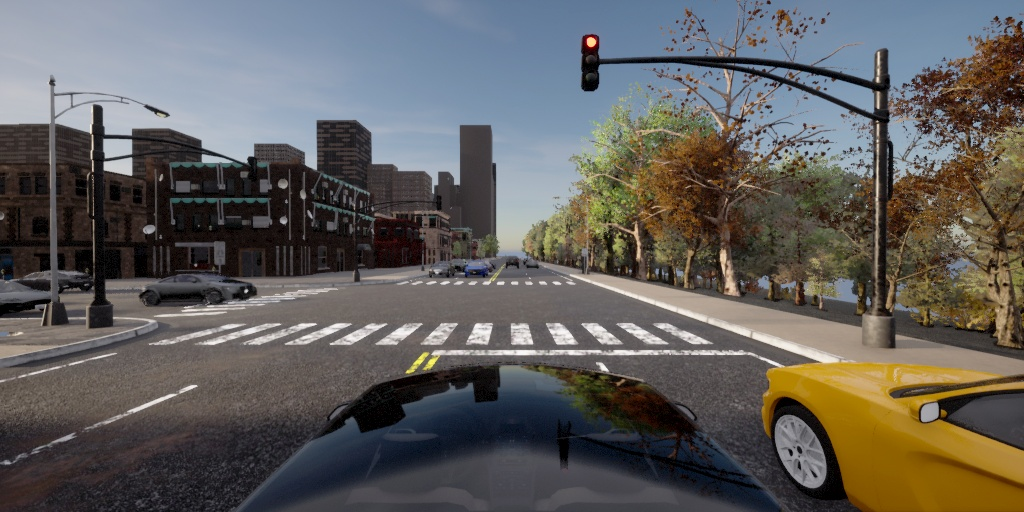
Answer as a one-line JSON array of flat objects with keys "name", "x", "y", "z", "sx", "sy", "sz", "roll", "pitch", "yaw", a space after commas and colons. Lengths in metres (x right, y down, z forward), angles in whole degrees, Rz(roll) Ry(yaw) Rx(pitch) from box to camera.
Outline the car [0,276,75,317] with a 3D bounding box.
[{"name": "car", "x": -19.959, "y": 1.565, "z": 13.537, "sx": 4.313, "sy": 1.339, "sz": 1.948, "roll": 0, "pitch": 0, "yaw": 0}]

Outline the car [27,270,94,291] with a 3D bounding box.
[{"name": "car", "x": -28.301, "y": 1.560, "z": 22.040, "sx": 4.403, "sy": 1.370, "sz": 2.007, "roll": 0, "pitch": 0, "yaw": 0}]

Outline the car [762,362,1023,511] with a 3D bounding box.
[{"name": "car", "x": 3.351, "y": 1.228, "z": 1.432, "sx": 1.882, "sy": 1.535, "sz": 5.008, "roll": 0, "pitch": 0, "yaw": 0}]

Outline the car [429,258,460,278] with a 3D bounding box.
[{"name": "car", "x": -6.625, "y": 1.231, "z": 34.342, "sx": 2.128, "sy": 1.511, "sz": 4.902, "roll": 0, "pitch": 0, "yaw": 0}]

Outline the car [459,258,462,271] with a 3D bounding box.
[{"name": "car", "x": -6.634, "y": 1.087, "z": 44.216, "sx": 2.097, "sy": 1.767, "sz": 4.553, "roll": 0, "pitch": 0, "yaw": 0}]

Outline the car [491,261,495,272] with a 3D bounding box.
[{"name": "car", "x": -3.382, "y": 1.261, "z": 44.130, "sx": 1.812, "sy": 1.442, "sz": 4.674, "roll": 0, "pitch": 0, "yaw": 0}]

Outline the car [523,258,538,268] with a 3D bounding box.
[{"name": "car", "x": 3.288, "y": 1.292, "z": 59.461, "sx": 1.994, "sy": 1.385, "sz": 4.181, "roll": 0, "pitch": 0, "yaw": 0}]

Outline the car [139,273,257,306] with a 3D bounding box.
[{"name": "car", "x": -14.233, "y": 1.464, "z": 16.414, "sx": 4.181, "sy": 1.385, "sz": 1.994, "roll": -1, "pitch": 1, "yaw": -3}]

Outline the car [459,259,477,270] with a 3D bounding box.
[{"name": "car", "x": -6.634, "y": 1.222, "z": 54.585, "sx": 2.128, "sy": 1.511, "sz": 4.902, "roll": 0, "pitch": 0, "yaw": 0}]

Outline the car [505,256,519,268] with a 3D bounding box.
[{"name": "car", "x": 0.041, "y": 0.951, "z": 60.024, "sx": 2.150, "sy": 2.045, "sz": 5.566, "roll": 0, "pitch": 0, "yaw": 0}]

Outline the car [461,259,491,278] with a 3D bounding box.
[{"name": "car", "x": -3.376, "y": 1.217, "z": 34.733, "sx": 1.882, "sy": 1.535, "sz": 5.008, "roll": 0, "pitch": 0, "yaw": 0}]
